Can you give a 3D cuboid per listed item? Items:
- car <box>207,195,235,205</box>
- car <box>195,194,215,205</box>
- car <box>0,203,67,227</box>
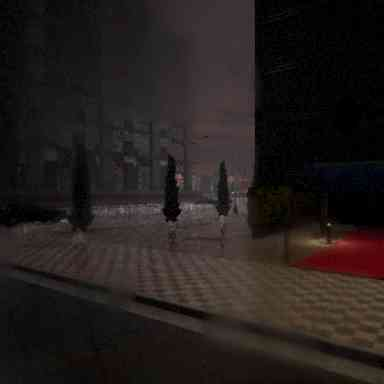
[{"bbox_3d":[5.148,1.664,57.320,1.895,1.301,4.718,0,0,36],"label":"car"},{"bbox_3d":[2.330,1.606,59.396,1.994,1.385,4.181,0,0,36],"label":"car"},{"bbox_3d":[-11.259,1.475,22.686,2.033,1.411,5.357,0,0,36],"label":"car"}]
